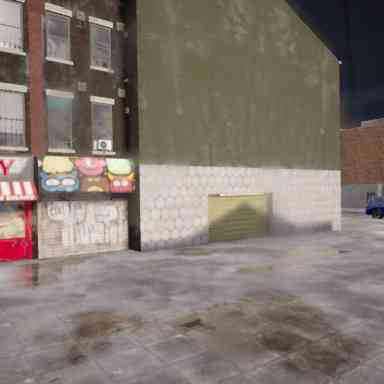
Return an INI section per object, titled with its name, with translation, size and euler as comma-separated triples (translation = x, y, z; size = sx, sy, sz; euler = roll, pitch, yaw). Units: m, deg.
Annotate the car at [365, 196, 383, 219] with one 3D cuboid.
[car]
translation = 17.589, 1.335, 27.907
size = 2.150, 2.045, 5.566
euler = -1, 0, -35
